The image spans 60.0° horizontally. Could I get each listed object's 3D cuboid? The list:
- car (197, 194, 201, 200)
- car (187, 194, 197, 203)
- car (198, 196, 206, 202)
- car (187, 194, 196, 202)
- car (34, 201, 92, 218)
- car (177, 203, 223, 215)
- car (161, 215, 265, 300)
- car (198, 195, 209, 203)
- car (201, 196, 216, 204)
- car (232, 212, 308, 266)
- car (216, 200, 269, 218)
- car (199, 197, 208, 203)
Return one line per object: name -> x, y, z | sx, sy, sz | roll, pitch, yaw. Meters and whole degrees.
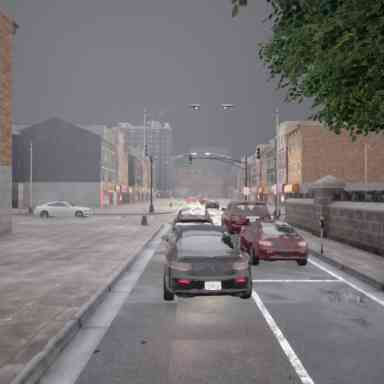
car -> 2.552, 1.439, 64.949 | 2.192, 1.841, 5.009 | 1, 0, 0
car -> -0.106, 1.511, 73.410 | 2.097, 1.767, 4.553 | 0, 0, 0
car -> 2.517, 1.762, 86.698 | 2.008, 1.369, 4.403 | 0, 0, 0
car -> -0.122, 1.424, 83.712 | 2.150, 2.045, 5.566 | 0, 0, 0
car -> -10.912, 1.520, 28.346 | 4.674, 1.442, 1.812 | 0, -1, -2
car -> 0.055, 1.501, 15.658 | 2.128, 1.511, 4.902 | 0, 0, 0
car -> 0.221, 1.529, 8.308 | 1.812, 1.442, 4.674 | 0, 0, -4
car -> 2.558, 1.651, 59.511 | 1.887, 1.381, 4.507 | 1, 0, 0
car -> 2.582, 1.604, 43.199 | 1.887, 1.381, 4.507 | 1, 0, 0
car -> 2.629, 1.588, 11.320 | 1.802, 1.307, 4.206 | 1, 0, 0
car -> 2.624, 1.326, 16.769 | 2.192, 1.841, 5.009 | 1, 0, 0
car -> 2.533, 1.747, 75.823 | 1.802, 1.307, 4.206 | 0, 0, 0
